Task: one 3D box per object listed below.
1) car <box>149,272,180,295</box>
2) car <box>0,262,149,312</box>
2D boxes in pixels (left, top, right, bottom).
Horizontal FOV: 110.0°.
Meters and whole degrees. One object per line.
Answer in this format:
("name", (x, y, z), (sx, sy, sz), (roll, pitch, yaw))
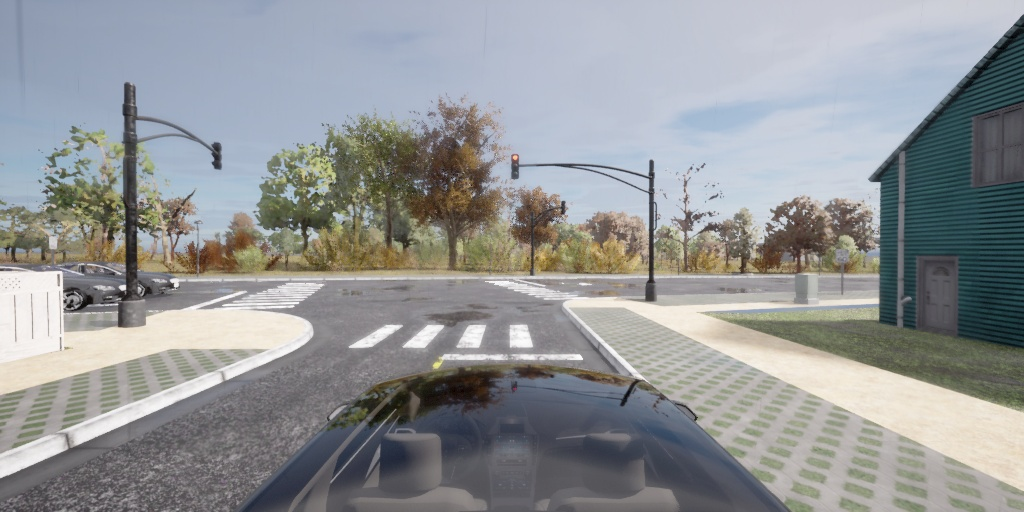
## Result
("car", (-17.113, 0.990, 14.937), (4.902, 1.511, 2.128), (1, 0, -22))
("car", (-15.957, 1.019, 11.887), (4.902, 1.511, 2.128), (1, 0, -22))
